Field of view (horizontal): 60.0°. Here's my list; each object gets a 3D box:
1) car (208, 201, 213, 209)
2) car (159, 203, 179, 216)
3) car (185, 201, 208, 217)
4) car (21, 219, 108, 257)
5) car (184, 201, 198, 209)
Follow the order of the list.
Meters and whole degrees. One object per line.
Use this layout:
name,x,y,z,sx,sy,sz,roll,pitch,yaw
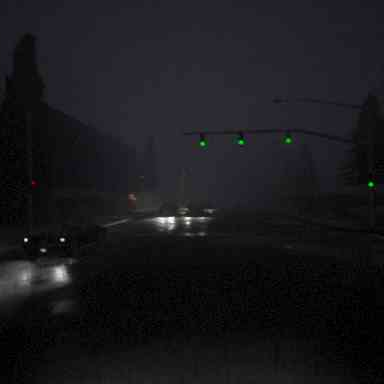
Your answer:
car,2.696,2.330,58.920,1.994,1.385,4.181,-1,-1,7
car,-2.749,2.106,40.242,2.128,1.511,4.902,-1,-1,6
car,0.472,2.047,38.352,1.812,1.442,4.674,-1,-1,6
car,-5.348,1.902,14.613,1.895,1.301,4.718,-1,-1,5
car,-0.128,2.442,65.086,2.033,1.411,5.357,-1,-1,6
